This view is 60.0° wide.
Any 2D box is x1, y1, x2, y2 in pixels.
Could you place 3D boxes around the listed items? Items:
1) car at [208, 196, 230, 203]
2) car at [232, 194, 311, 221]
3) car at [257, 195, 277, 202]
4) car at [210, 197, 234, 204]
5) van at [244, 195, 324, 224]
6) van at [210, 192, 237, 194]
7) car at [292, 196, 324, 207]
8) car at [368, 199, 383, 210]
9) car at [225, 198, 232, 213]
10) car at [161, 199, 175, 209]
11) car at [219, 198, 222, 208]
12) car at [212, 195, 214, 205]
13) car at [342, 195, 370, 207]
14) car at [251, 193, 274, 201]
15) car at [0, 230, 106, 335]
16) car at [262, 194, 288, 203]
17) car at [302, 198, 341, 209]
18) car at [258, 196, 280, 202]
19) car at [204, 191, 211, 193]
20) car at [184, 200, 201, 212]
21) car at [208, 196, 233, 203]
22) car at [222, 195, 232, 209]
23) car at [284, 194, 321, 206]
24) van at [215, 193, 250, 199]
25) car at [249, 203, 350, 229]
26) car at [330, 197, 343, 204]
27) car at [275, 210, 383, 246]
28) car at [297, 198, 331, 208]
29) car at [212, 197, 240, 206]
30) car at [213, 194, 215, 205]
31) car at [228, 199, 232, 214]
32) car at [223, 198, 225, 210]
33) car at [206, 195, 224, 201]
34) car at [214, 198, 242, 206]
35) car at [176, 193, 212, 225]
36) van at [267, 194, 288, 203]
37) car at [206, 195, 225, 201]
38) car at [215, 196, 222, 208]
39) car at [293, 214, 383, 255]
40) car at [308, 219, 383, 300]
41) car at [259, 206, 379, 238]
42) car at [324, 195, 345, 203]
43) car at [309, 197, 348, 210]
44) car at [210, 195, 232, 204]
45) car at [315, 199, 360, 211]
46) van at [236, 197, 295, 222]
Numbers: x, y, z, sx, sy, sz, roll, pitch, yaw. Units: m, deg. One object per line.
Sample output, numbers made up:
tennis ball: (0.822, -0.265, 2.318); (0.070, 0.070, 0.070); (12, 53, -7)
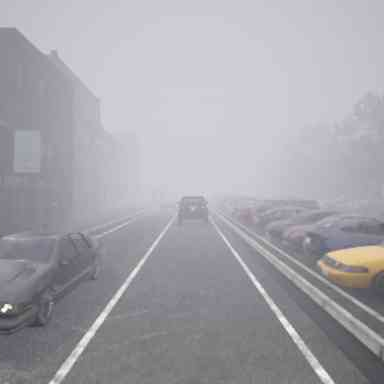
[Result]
car: (6.229, 1.724, 77.552); (5.008, 1.535, 2.097); (0, 0, 0)
car: (6.062, 1.373, 24.670); (5.566, 2.045, 2.435); (0, 0, 0)
car: (19.369, 1.599, 86.033); (4.553, 1.767, 2.185); (0, 0, 0)
car: (6.218, 1.719, 69.203); (4.892, 1.521, 2.231); (0, 0, 0)
van: (5.967, 1.390, 22.011); (4.442, 1.987, 1.878); (0, 0, 0)
van: (6.321, 1.490, 66.419); (4.442, 1.987, 1.878); (0, 0, 0)
car: (19.222, 1.575, 55.276); (4.553, 1.767, 2.185); (0, 0, 0)
car: (19.155, 1.671, 30.211); (4.792, 1.488, 2.163); (0, 0, 0)
car: (6.298, 1.647, 33.018); (5.366, 1.575, 1.946); (0, 0, 0)
car: (-3.372, 1.695, 47.942); (1.812, 1.442, 4.674); (0, 0, 0)
car: (6.138, 1.713, 41.369); (4.674, 1.452, 2.002); (0, 0, 0)
car: (5.988, 1.698, 55.286); (5.366, 1.575, 1.946); (0, 0, 0)
car: (19.232, 1.532, 35.780); (4.553, 1.767, 2.185); (0, 0, 0)
car: (19.381, 1.443, 91.613); (5.566, 2.045, 2.435); (0, 0, 0)
car: (-3.356, 1.579, 7.299); (2.033, 1.411, 5.357); (0, 0, 0)
car: (19.286, 1.473, 77.555); (5.566, 2.045, 2.435); (0, 0, 0)
car: (19.233, 1.690, 49.706); (5.008, 1.535, 2.097); (0, 0, 0)
car: (19.325, 1.728, 83.248); (5.008, 1.535, 2.097); (0, 0, 0)
car: (6.270, 1.475, 80.336); (5.566, 2.045, 2.435); (0, 0, 0)
car: (0.067, 1.718, 41.804); (1.994, 1.385, 4.181); (0, 0, 0)
car: (6.412, 1.719, 74.769); (5.366, 1.575, 1.946); (0, 0, 0)
car: (6.097, 1.540, 38.586); (4.553, 1.767, 2.185); (0, 0, 0)
car: (19.233, 1.454, 58.060); (5.566, 2.045, 2.435); (0, 0, 0)
van: (6.041, 1.466, 49.782); (4.442, 1.987, 1.878); (0, 0, 0)
car: (6.068, 1.607, 19.102); (4.892, 1.521, 2.231); (0, 0, 0)
car: (19.214, 1.666, 38.566); (4.892, 1.521, 2.231); (0, 0, 0)
car: (6.062, 1.628, 13.536); (4.674, 1.452, 2.002); (0, 0, 0)
car: (19.249, 1.735, 52.490); (4.674, 1.452, 2.002); (0, 0, 0)
car: (6.183, 1.709, 60.853); (5.008, 1.535, 2.097); (0, 0, 0)
car: (6.135, 1.570, 52.503); (4.553, 1.767, 2.185); (0, 0, 0)
car: (6.099, 1.643, 30.235); (4.892, 1.521, 2.231); (0, 0, 0)
car: (6.127, 1.659, 35.801); (4.892, 1.521, 2.231); (0, 0, 0)
car: (6.266, 1.696, 91.481); (5.008, 1.535, 2.097); (0, 0, 0)
car: (6.184, 1.746, 58.068); (4.674, 1.452, 2.002); (0, 0, 0)
car: (0.085, 1.316, 25.034); (2.150, 2.045, 5.566); (0, -1, 0)
van: (19.190, 1.496, 74.770); (4.442, 1.987, 1.878); (0, 0, 0)
car: (6.260, 1.715, 88.691); (5.008, 1.535, 2.097); (0, 0, 0)
car: (6.122, 1.715, 46.935); (4.792, 1.488, 2.163); (0, 0, 0)
car: (6.081, 1.609, 10.752); (4.792, 1.488, 2.163); (0, 0, 0)
car: (5.859, 1.567, 7.970); (5.366, 1.575, 1.946); (0, 0, 0)
car: (6.038, 1.627, 16.319); (4.792, 1.488, 2.163); (0, 0, 0)
car: (19.188, 1.421, 41.350); (5.566, 2.045, 2.435); (0, 0, 0)
car: (19.199, 1.559, 46.922); (4.553, 1.767, 2.185); (0, 0, 0)
car: (6.188, 1.595, 72.111); (4.553, 1.767, 2.185); (0, 0, 0)
car: (19.228, 1.678, 44.136); (5.008, 1.535, 2.097); (0, 0, 0)
van: (5.981, 1.407, 27.453); (4.442, 1.987, 1.878); (0, 0, 0)
